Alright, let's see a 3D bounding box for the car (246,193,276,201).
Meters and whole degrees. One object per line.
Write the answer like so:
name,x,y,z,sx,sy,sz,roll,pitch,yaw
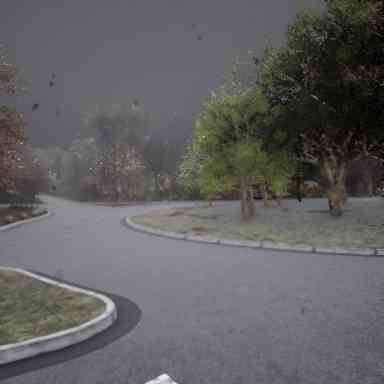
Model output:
car,10.029,0.740,50.032,4.718,1.301,1.895,-1,1,-4
